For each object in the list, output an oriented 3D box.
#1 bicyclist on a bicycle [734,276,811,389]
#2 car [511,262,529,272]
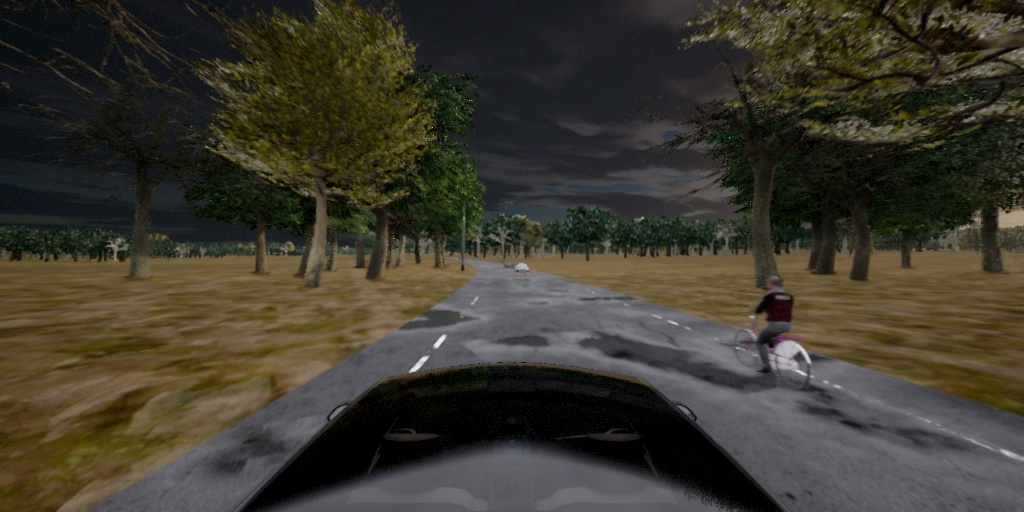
[{"bbox_3d":[4.458,1.232,6.286,0.659,1.776,1.843,1,0,0],"label":"bicyclist on a bicycle"},{"bbox_3d":[1.437,1.736,55.372,1.812,1.442,4.674,1,0,-5],"label":"car"}]
